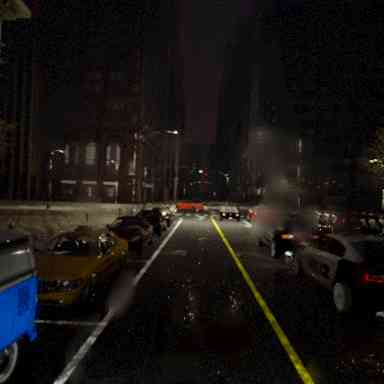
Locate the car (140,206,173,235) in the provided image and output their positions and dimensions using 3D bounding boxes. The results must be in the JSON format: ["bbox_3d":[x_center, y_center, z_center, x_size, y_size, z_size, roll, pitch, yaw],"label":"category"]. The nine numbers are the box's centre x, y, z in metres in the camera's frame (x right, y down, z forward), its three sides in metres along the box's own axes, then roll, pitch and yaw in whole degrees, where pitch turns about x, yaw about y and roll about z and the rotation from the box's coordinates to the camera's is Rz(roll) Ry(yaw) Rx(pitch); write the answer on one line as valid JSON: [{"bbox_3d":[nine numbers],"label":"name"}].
[{"bbox_3d":[-2.472,1.717,19.522,1.947,1.339,4.313,2,-1,1],"label":"car"}]

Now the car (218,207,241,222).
[{"bbox_3d":[3.563,2.135,32.511,1.895,1.301,4.718,2,-1,1],"label":"car"}]

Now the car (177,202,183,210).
[{"bbox_3d":[-2.235,1.852,30.792,2.008,1.369,4.403,2,-1,1],"label":"car"}]

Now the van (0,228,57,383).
[{"bbox_3d":[-2.820,1.271,2.620,1.690,1.788,3.998,2,-1,1],"label":"van"}]

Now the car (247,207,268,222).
[{"bbox_3d":[6.286,2.048,30.612,1.967,1.590,4.097,2,-1,1],"label":"car"}]

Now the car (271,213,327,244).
[{"bbox_3d":[6.045,2.024,19.342,1.947,1.339,4.313,2,-1,1],"label":"car"}]

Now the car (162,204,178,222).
[{"bbox_3d":[-2.354,1.792,25.157,1.947,1.339,4.313,2,-1,1],"label":"car"}]

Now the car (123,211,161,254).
[{"bbox_3d":[-2.591,1.658,13.887,1.802,1.307,4.206,2,-1,1],"label":"car"}]

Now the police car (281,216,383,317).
[{"bbox_3d":[3.926,1.668,8.207,1.930,1.638,5.238,2,-1,1],"label":"police car"}]

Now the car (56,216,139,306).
[{"bbox_3d":[-2.711,1.526,8.083,1.752,1.417,4.829,2,-1,1],"label":"car"}]

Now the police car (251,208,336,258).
[{"bbox_3d":[4.052,1.747,14.205,1.930,1.638,5.238,2,-1,1],"label":"police car"}]

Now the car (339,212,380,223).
[{"bbox_3d":[5.816,1.625,8.075,2.192,1.841,5.009,2,-1,1],"label":"car"}]

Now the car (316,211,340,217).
[{"bbox_3d":[5.935,1.698,13.710,2.192,1.841,5.009,2,-1,1],"label":"car"}]

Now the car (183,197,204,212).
[{"bbox_3d":[-0.525,1.971,49.760,4.553,1.767,2.097,1,-1,39],"label":"car"}]
